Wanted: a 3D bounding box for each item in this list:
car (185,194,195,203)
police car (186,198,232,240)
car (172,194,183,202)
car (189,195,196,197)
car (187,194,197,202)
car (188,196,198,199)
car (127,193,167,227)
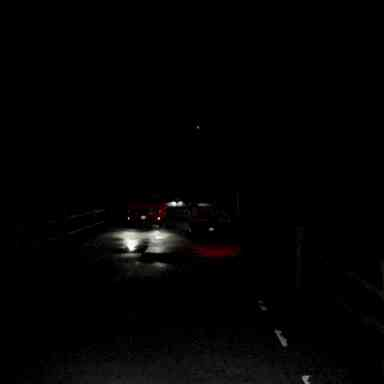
[{"bbox_3d":[-0.012,1.221,52.583,1.882,1.535,5.008,0,0,0],"label":"car"},{"bbox_3d":[0.821,1.346,16.653,1.930,1.638,5.238,0,0,0],"label":"police car"},{"bbox_3d":[-2.788,1.152,63.681,2.128,1.511,4.902,0,1,0],"label":"car"},{"bbox_3d":[0.817,1.349,32.548,1.837,1.490,4.892,0,0,0],"label":"car"},{"bbox_3d":[-0.016,1.172,67.583,2.033,1.411,5.357,0,1,0],"label":"car"},{"bbox_3d":[0.819,1.350,26.547,1.882,1.535,5.008,0,0,0],"label":"car"},{"bbox_3d":[-2.856,1.115,22.254,2.150,2.045,5.566,0,0,0],"label":"car"}]
